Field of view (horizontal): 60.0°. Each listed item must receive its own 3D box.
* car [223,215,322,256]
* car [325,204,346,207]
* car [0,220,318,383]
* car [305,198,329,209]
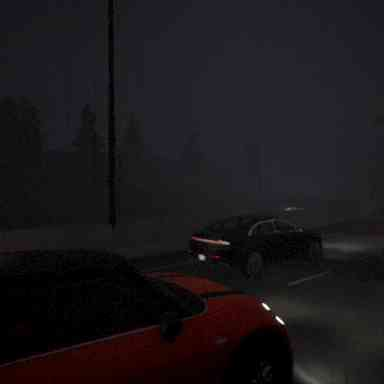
[{"bbox_3d":[2.116,1.468,10.172,4.902,1.511,2.128,0,0,-40],"label":"car"},{"bbox_3d":[16.854,1.335,37.827,1.882,1.535,5.008,0,0,34],"label":"car"},{"bbox_3d":[-1.093,1.355,3.195,4.553,1.767,2.097,0,0,-36],"label":"car"},{"bbox_3d":[16.339,1.454,43.326,1.895,1.301,4.718,0,0,34],"label":"car"}]
